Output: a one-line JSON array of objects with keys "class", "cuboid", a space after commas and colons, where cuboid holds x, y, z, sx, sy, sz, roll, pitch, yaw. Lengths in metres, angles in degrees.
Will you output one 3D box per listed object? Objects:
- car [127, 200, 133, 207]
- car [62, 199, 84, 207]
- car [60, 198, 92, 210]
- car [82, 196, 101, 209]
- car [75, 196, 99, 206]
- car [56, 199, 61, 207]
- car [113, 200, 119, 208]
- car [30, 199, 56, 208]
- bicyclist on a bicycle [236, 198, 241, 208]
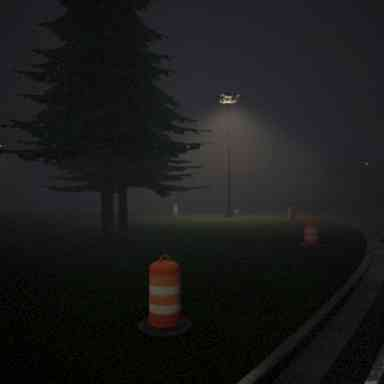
[{"class": "car", "cuboid": [-13.731, 2.240, 65.603, 5.008, 1.535, 1.882, -1, -1, 38]}, {"class": "car", "cuboid": [-24.915, 2.249, 69.590, 4.902, 1.511, 2.128, -1, -1, 37]}, {"class": "car", "cuboid": [-19.898, 2.205, 57.100, 5.008, 1.535, 1.882, -1, -1, 38]}, {"class": "car", "cuboid": [-17.584, 1.953, 59.719, 5.566, 2.045, 2.150, -2, -1, 41]}, {"class": "car", "cuboid": [-22.836, 1.960, 72.407, 5.566, 2.045, 2.150, -1, -1, 37]}, {"class": "car", "cuboid": [-27.020, 2.191, 66.795, 5.008, 1.535, 1.882, -1, -1, 37]}, {"class": "car", "cuboid": [-16.222, 2.283, 63.102, 4.674, 1.442, 1.812, -1, -1, 38]}, {"class": "car", "cuboid": [-29.125, 2.242, 63.998, 5.357, 1.411, 2.033, -1, -1, 37]}, {"class": "bicyclist on a bicycle", "cuboid": [7.620, 1.785, 54.563, 0.582, 1.620, 1.656, -1, 0, 37]}]
